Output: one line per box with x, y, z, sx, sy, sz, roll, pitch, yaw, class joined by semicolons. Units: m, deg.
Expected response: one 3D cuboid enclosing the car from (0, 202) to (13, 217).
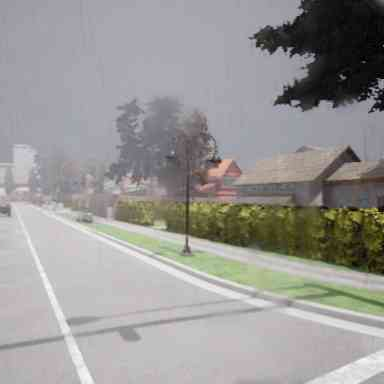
-22.540;2.123;39.461;1.837;1.490;4.892;2;-2;-28;car

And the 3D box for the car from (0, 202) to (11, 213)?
-27.573;2.230;48.595;1.882;1.535;5.008;2;-1;-29;car
